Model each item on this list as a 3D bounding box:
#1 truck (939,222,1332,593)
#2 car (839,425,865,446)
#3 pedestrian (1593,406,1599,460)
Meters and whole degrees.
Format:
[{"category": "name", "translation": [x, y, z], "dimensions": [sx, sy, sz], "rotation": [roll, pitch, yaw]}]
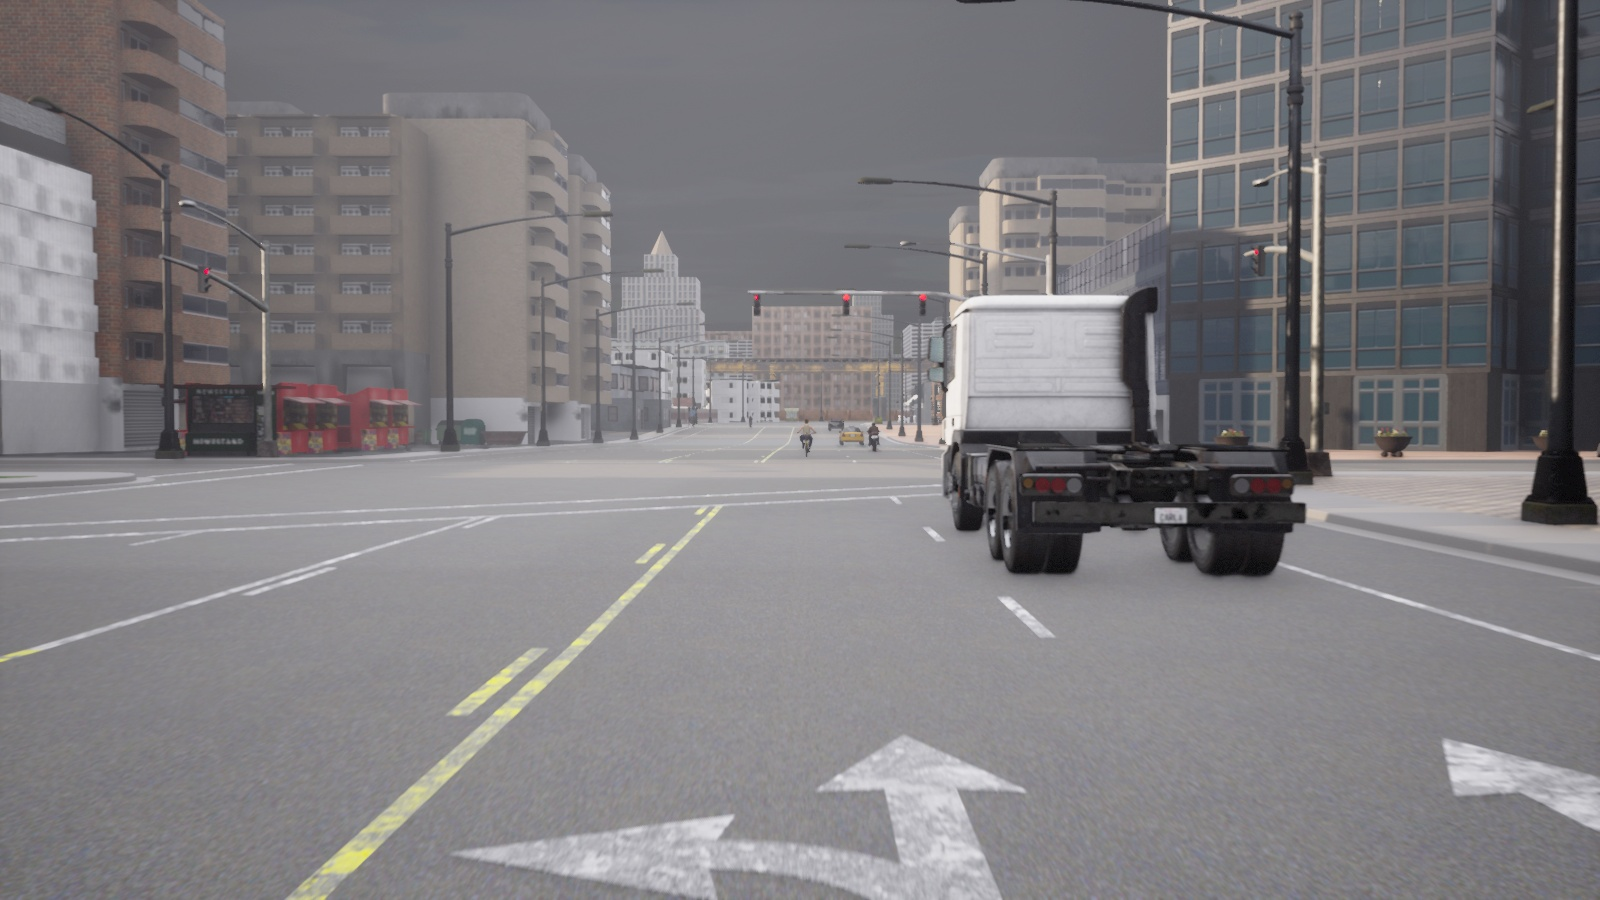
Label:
[{"category": "truck", "translation": [3.574, -0.496, 15.725], "dimensions": [2.891, 3.462, 7.936], "rotation": [0, 1, 1]}, {"category": "car", "translation": [4.025, -1.157, 97.578], "dimensions": [1.801, 1.575, 5.366], "rotation": [0, 1, 0]}, {"category": "pedestrian", "translation": [28.340, -0.596, 43.886], "dimensions": [0.849, 1.883, 0.563], "rotation": [0, 2, -9]}]
